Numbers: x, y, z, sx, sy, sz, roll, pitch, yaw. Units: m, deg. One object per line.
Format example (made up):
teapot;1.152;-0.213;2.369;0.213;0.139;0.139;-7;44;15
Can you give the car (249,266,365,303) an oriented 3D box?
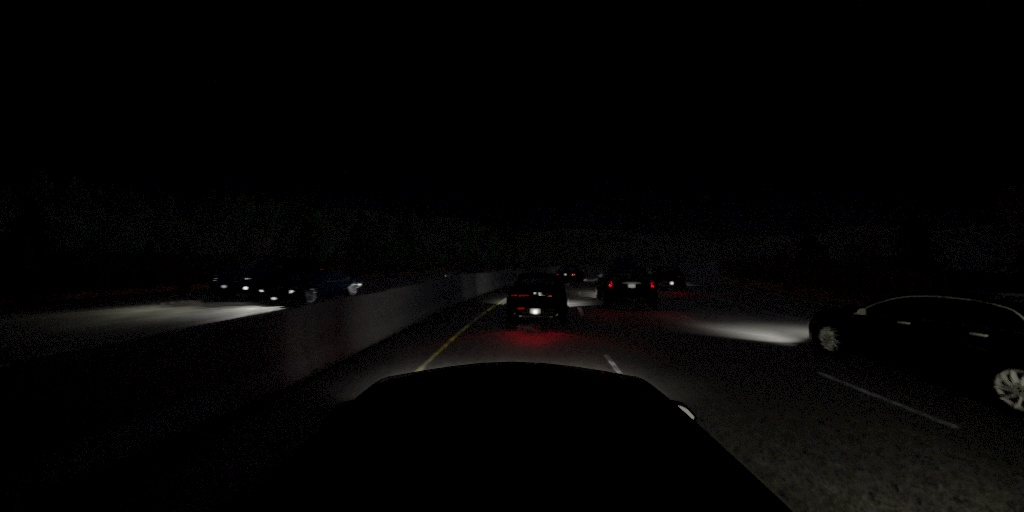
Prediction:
car;-9.235;1.361;17.152;2.033;1.411;5.357;0;0;9

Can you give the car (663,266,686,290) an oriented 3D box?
car;10.523;1.442;24.483;1.837;1.490;4.892;0;-1;15

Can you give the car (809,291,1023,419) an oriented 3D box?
car;7.335;1.313;5.836;1.837;1.490;4.892;0;0;3

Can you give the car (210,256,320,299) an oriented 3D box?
car;-12.463;1.036;18.815;2.150;2.045;5.566;0;0;10

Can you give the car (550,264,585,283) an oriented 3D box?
car;4.953;1.517;30.289;2.033;1.411;5.357;0;-1;19

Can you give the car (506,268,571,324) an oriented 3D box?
car;0.935;1.320;12.431;1.837;1.490;4.892;0;-1;7

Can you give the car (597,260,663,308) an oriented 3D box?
car;5.032;1.213;16.166;2.097;1.767;4.553;0;0;9

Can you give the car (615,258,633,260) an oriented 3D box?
car;12.374;1.289;39.192;2.150;2.045;5.566;0;-1;26

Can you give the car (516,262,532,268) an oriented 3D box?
car;2.270;1.733;57.318;2.128;1.511;4.902;0;-1;32

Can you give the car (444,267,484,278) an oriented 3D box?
car;-3.418;1.519;27.341;1.895;1.301;4.718;0;-1;16

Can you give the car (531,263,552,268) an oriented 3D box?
car;5.259;1.753;55.512;1.812;1.442;4.674;0;-1;32
